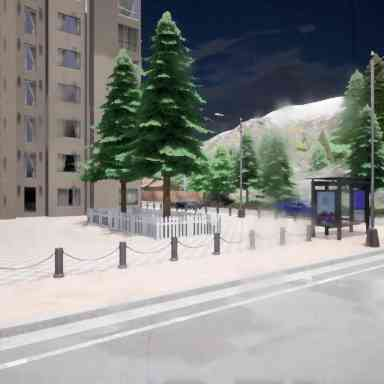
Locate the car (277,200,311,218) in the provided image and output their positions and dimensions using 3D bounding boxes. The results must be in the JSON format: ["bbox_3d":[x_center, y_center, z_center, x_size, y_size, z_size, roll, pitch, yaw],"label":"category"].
[{"bbox_3d":[9.521,1.493,28.153,1.882,1.535,5.008,0,0,-35],"label":"car"}]

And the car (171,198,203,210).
[{"bbox_3d":[-0.455,1.580,42.488,1.994,1.385,4.181,0,0,-34],"label":"car"}]
